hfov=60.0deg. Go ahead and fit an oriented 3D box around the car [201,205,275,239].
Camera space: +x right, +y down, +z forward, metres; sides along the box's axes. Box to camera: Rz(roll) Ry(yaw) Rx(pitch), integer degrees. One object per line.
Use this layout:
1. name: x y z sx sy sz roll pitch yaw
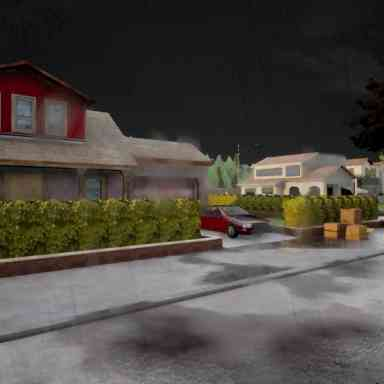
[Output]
1. car: 1.561 1.356 16.546 2.033 1.415 5.357 0 0 -33
